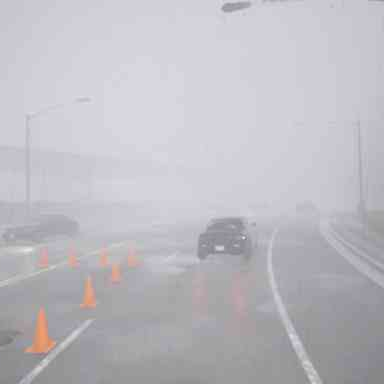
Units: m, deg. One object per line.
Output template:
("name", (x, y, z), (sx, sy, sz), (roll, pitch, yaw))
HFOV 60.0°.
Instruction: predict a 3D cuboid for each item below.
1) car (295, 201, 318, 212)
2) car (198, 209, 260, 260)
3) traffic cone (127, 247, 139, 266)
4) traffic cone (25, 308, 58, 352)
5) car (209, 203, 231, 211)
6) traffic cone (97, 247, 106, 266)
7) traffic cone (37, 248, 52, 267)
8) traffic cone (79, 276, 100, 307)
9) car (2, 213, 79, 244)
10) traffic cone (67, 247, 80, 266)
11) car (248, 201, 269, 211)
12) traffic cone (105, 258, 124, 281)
("car", (15.701, 1.956, 45.527), (2.033, 1.411, 5.357), (-2, -3, 35))
("car", (1.451, 1.619, 12.761), (1.812, 1.442, 4.674), (-2, -1, 14))
("traffic cone", (-1.959, 2.106, 11.008), (0.340, 0.580, 0.340), (-1, 0, 3))
("traffic cone", (-2.266, 2.048, 5.018), (0.340, 0.580, 0.340), (-1, -1, 3))
("car", (4.535, 2.452, 53.718), (1.994, 1.385, 4.181), (-2, -3, 35))
("traffic cone", (-2.957, 2.129, 11.059), (0.340, 0.580, 0.340), (-1, 0, 3))
("traffic cone", (-4.953, 2.175, 11.164), (0.340, 0.580, 0.340), (-1, -1, 3))
("traffic cone", (-2.164, 2.067, 7.013), (0.340, 0.580, 0.340), (-1, 0, 3))
("car", (-8.173, 1.916, 18.492), (1.812, 1.442, 4.674), (-2, -1, 16))
("traffic cone", (-3.955, 2.152, 11.111), (0.340, 0.580, 0.340), (-1, -1, 3))
("car", (11.483, 2.322, 57.212), (2.097, 1.767, 4.553), (-3, -3, 38))
("traffic cone", (-2.061, 2.087, 9.011), (0.340, 0.580, 0.340), (-1, -1, 3))
